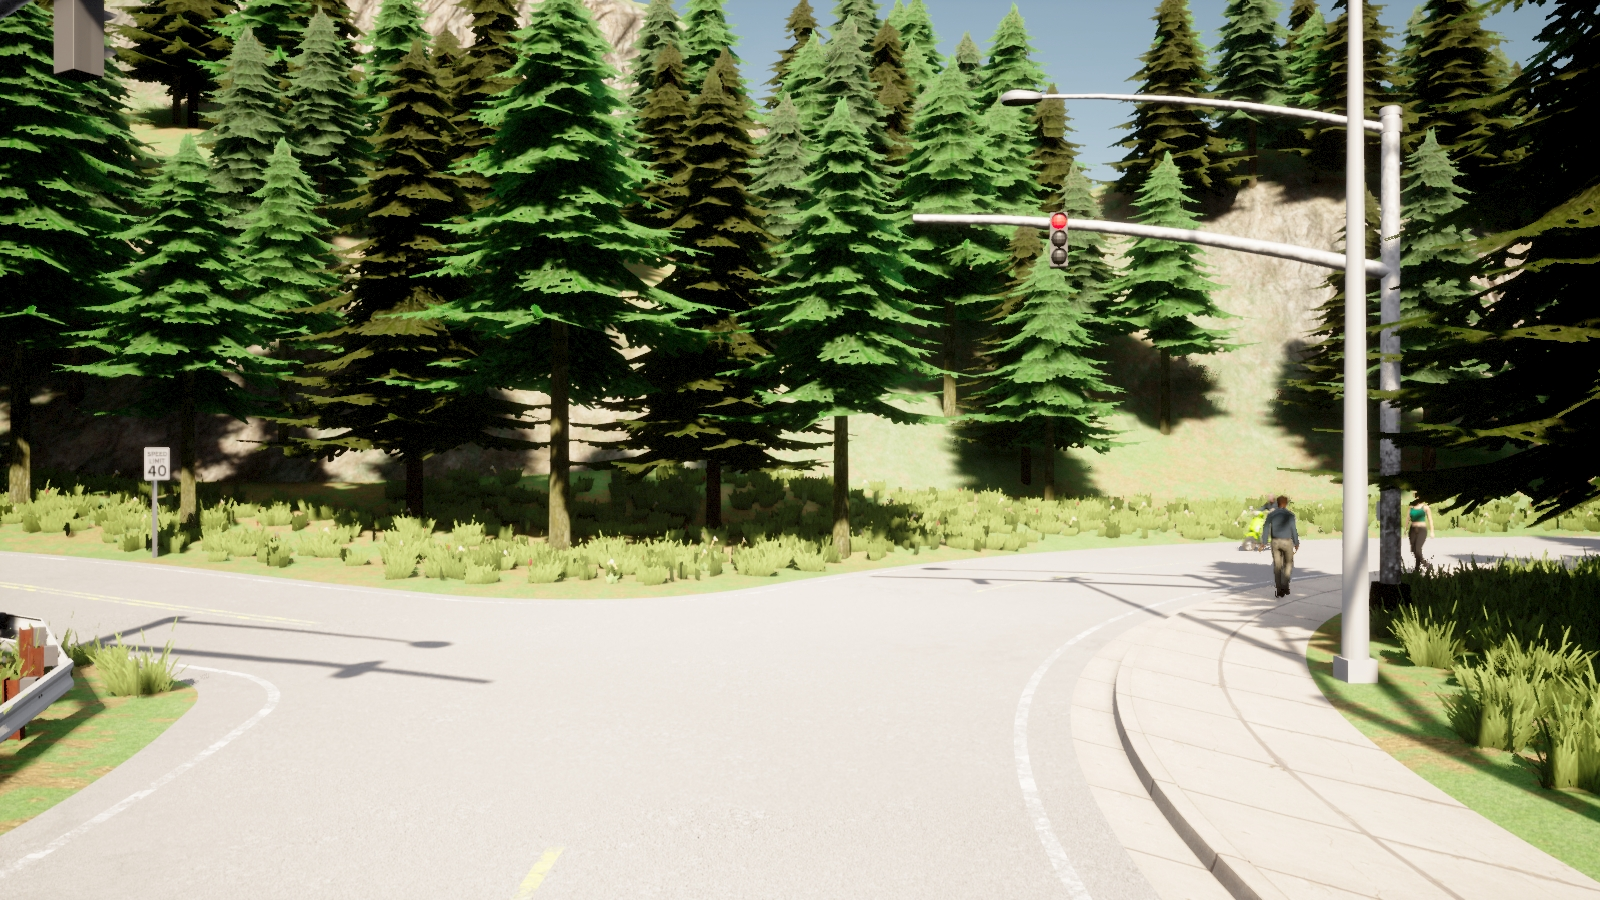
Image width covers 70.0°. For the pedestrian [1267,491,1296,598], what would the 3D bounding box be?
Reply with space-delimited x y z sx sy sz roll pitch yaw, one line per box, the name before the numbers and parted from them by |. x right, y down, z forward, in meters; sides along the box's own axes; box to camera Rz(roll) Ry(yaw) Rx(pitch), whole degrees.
pedestrian | 8.593 1.668 20.385 0.375 1.860 0.375 0 0 39

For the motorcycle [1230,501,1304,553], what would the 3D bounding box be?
motorcycle | 12.953 2.113 31.666 1.805 1.316 0.856 0 2 -24
